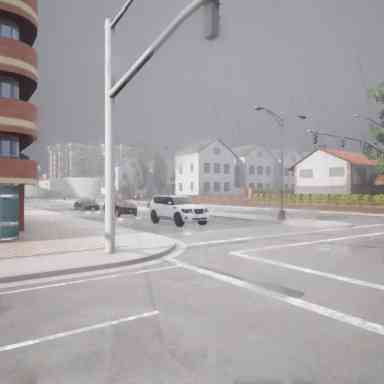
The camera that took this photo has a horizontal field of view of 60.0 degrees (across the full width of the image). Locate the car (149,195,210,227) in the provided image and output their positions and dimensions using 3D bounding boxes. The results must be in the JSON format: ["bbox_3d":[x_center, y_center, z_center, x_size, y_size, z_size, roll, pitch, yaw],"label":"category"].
[{"bbox_3d":[-1.053,1.221,23.514,2.150,2.045,5.566,0,0,-35],"label":"car"}]

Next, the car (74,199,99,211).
[{"bbox_3d":[-13.002,1.547,40.815,2.033,1.411,5.357,0,0,-35],"label":"car"}]

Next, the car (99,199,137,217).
[{"bbox_3d":[-6.959,1.476,32.054,1.882,1.535,5.008,0,0,-34],"label":"car"}]
